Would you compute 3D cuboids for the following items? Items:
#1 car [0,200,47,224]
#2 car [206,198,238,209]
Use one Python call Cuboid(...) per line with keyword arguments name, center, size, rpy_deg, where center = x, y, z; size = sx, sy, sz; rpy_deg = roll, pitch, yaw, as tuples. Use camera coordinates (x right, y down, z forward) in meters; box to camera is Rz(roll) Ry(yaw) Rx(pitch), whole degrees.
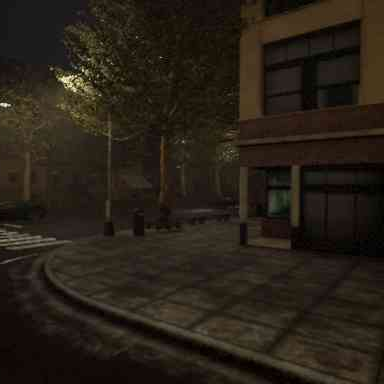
Cuboid(name="car", center=(-11.397, 1.242, 20.245), size=(2.128, 1.511, 4.902), rpy_deg=(1, 1, 40))
Cuboid(name="car", center=(3.768, 1.371, 41.170), size=(1.895, 1.301, 4.718), rpy_deg=(1, 0, 36))
